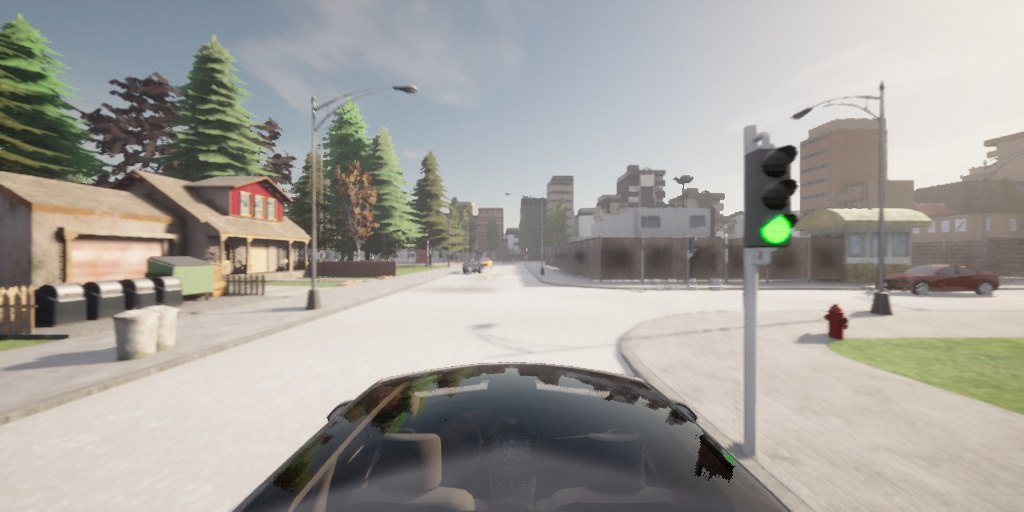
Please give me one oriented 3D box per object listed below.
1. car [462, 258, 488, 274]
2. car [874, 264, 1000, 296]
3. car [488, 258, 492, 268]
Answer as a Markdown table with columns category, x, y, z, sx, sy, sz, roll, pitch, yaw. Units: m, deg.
| category | x | y | z | sx | sy | sz | roll | pitch | yaw |
| --- | --- | --- | --- | --- | --- | --- | --- | --- | --- |
| car | -4.068 | 1.112 | 37.804 | 2.128 | 1.511 | 4.902 | 0 | 0 | 0 |
| car | 21.514 | 1.169 | 18.304 | 5.008 | 1.535 | 1.882 | 0 | 0 | 0 |
| car | -4.036 | 1.040 | 54.340 | 1.882 | 1.535 | 5.008 | 0 | 0 | 0 |
